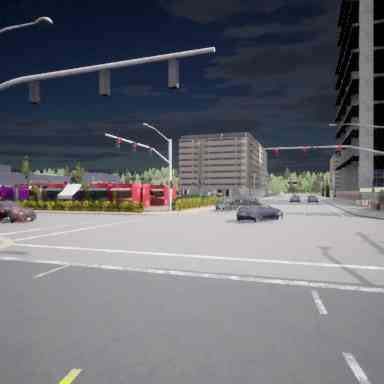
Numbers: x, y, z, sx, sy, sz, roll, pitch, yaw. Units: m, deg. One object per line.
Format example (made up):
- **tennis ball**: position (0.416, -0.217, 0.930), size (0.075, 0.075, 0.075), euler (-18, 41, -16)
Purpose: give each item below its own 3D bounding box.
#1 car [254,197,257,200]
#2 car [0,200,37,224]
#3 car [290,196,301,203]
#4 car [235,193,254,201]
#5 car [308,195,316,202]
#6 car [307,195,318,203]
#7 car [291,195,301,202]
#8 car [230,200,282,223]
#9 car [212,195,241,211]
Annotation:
- **car**: position (10.455, 1.564, 58.643), size (1.994, 1.385, 4.181), euler (0, 0, 19)
- **car**: position (-14.110, 1.406, 25.211), size (4.553, 1.767, 2.097), euler (0, 0, 19)
- **car**: position (21.474, 1.554, 69.217), size (1.994, 1.385, 4.181), euler (0, 0, 19)
- **car**: position (7.239, 1.221, 49.113), size (2.150, 2.045, 5.566), euler (0, 0, 18)
- **car**: position (27.967, 1.524, 77.643), size (1.812, 1.442, 4.674), euler (0, 0, 19)
- **car**: position (24.684, 1.541, 67.785), size (2.033, 1.411, 5.357), euler (0, 0, 19)
- **car**: position (24.545, 1.540, 78.444), size (2.033, 1.411, 5.357), euler (0, 0, 19)
- **car**: position (5.384, 1.608, 26.487), size (4.181, 1.385, 1.994), euler (0, 0, -41)
- **car**: position (4.090, 1.491, 39.726), size (2.128, 1.511, 4.902), euler (0, 0, 19)
